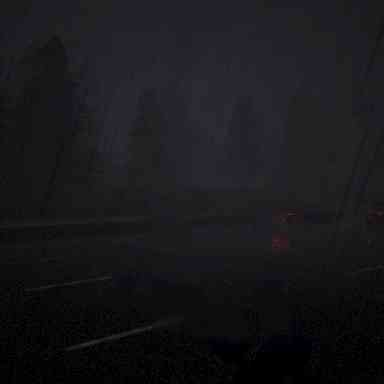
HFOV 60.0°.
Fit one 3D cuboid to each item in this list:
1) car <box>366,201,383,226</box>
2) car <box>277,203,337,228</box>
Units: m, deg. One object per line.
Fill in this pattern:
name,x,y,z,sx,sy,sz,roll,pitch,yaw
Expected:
car,13.517,1.354,21.984,4.553,1.767,2.097,0,0,-35
car,7.715,1.509,22.146,4.892,1.490,1.837,-1,0,-35
